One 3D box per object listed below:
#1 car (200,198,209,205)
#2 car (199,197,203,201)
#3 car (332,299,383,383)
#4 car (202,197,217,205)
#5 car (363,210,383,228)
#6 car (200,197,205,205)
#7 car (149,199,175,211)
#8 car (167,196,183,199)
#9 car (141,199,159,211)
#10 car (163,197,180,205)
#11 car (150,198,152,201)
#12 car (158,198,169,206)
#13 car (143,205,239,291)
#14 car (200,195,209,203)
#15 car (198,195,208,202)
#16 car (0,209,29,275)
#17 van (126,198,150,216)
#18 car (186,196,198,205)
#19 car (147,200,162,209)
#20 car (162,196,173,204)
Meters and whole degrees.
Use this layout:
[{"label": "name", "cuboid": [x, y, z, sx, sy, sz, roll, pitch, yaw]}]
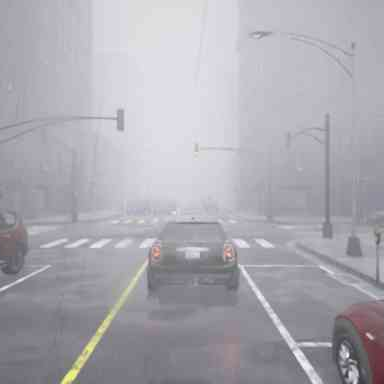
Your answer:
[{"label": "car", "cuboid": [2.732, 2.116, 74.127, 1.802, 1.307, 4.206, 0, 0, 0]}, {"label": "car", "cuboid": [2.718, 1.981, 57.344, 1.947, 1.339, 4.313, 0, 0, 0]}, {"label": "car", "cuboid": [2.670, 1.459, 2.497, 1.967, 1.590, 4.097, 0, 0, 0]}, {"label": "car", "cuboid": [2.708, 1.861, 46.326, 1.752, 1.417, 4.829, 0, 0, 0]}, {"label": "car", "cuboid": [14.397, 1.686, 23.108, 4.674, 1.442, 1.812, 0, 0, 1]}, {"label": "car", "cuboid": [2.713, 1.926, 51.750, 2.008, 1.369, 4.403, 0, 0, 0]}, {"label": "car", "cuboid": [-3.094, 1.804, 35.257, 2.033, 1.411, 5.357, 0, 0, -4]}, {"label": "car", "cuboid": [-3.026, 1.897, 58.014, 1.882, 1.535, 5.008, 0, 0, 1]}, {"label": "car", "cuboid": [-5.818, 1.775, 46.141, 1.967, 1.590, 4.097, 0, 0, 0]}, {"label": "car", "cuboid": [-3.060, 1.809, 45.585, 1.882, 1.535, 5.008, 0, 0, 0]}, {"label": "car", "cuboid": [-5.823, 1.610, 40.546, 2.192, 1.841, 5.009, 0, 0, 0]}, {"label": "car", "cuboid": [-5.798, 2.045, 68.523, 2.008, 1.369, 4.403, 0, 0, 0]}, {"label": "car", "cuboid": [0.036, 1.421, 9.384, 2.097, 1.767, 4.553, 0, -1, 1]}, {"label": "car", "cuboid": [3.075, 1.844, 85.952, 2.150, 2.045, 5.566, 0, 0, 0]}, {"label": "car", "cuboid": [2.722, 1.770, 62.940, 2.192, 1.841, 5.009, 0, 0, 0]}, {"label": "car", "cuboid": [-5.852, 1.375, 8.003, 2.192, 1.841, 5.009, 0, 0, 0]}, {"label": "van", "cuboid": [-5.828, 1.595, 34.950, 1.690, 1.788, 3.998, 0, 0, 0]}, {"label": "car", "cuboid": [0.112, 2.002, 65.974, 1.812, 1.442, 4.674, 0, 0, 0]}, {"label": "car", "cuboid": [-5.813, 1.919, 51.736, 1.887, 1.381, 4.507, 0, 0, 0]}, {"label": "car", "cuboid": [-5.789, 1.890, 79.715, 2.192, 1.841, 5.009, 0, 0, 0]}]
